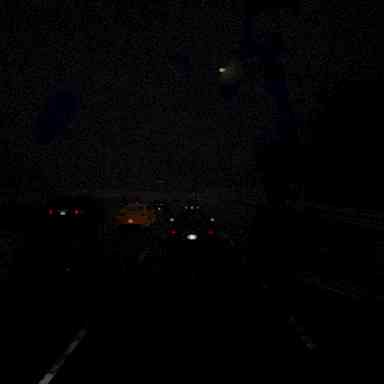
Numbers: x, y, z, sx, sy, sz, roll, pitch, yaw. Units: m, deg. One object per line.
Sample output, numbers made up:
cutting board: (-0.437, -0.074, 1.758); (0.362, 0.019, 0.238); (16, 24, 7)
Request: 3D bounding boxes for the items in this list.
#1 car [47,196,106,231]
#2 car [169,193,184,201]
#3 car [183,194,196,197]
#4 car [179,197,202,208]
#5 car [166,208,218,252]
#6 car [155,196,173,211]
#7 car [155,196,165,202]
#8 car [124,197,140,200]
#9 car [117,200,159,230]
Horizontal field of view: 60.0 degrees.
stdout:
car: (-6.993, 1.241, 20.697); (2.150, 2.045, 5.566); (0, 0, 0)
car: (-3.475, 1.505, 73.067); (1.994, 1.385, 4.181); (0, 0, 0)
car: (0.019, 1.469, 51.391); (1.882, 1.535, 5.008); (0, 0, 0)
car: (0.012, 1.562, 34.879); (2.033, 1.411, 5.357); (0, 0, 0)
car: (0.006, 1.579, 13.889); (1.994, 1.385, 4.181); (0, 0, 0)
car: (-3.485, 1.518, 37.886); (1.837, 1.490, 4.892); (0, 0, 0)
car: (-6.975, 1.548, 73.102); (1.895, 1.301, 4.718); (0, 0, 0)
car: (-6.985, 1.362, 39.331); (2.097, 1.767, 4.553); (0, 0, 0)
car: (-3.492, 1.497, 21.409); (1.882, 1.535, 5.008); (0, 0, 0)
